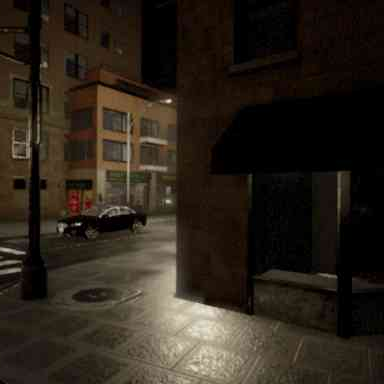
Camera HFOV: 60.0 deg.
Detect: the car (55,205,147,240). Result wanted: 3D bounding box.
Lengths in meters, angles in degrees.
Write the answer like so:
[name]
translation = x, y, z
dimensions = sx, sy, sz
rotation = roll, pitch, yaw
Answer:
[car]
translation = -4.411, 1.437, 16.872
dimensions = 2.128, 1.511, 4.902
rotation = 0, 0, 36
